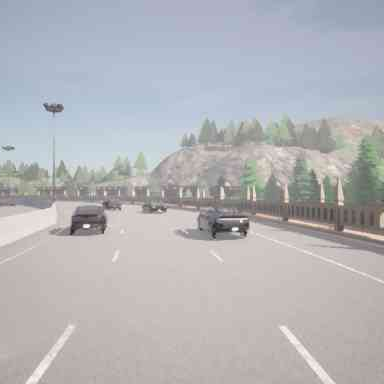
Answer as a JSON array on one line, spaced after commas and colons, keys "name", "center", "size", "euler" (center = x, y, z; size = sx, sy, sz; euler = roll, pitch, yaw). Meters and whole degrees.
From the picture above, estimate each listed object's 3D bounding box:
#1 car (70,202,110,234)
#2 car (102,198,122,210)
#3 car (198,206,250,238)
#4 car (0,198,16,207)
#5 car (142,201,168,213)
[{"name": "car", "center": [-5.959, 1.521, 19.494], "size": [1.837, 1.490, 4.892], "euler": [0, -1, -12]}, {"name": "car", "center": [-10.329, 1.559, 42.483], "size": [2.128, 1.511, 4.902], "euler": [0, 0, -25]}, {"name": "car", "center": [1.553, 1.495, 17.776], "size": [2.128, 1.511, 4.902], "euler": [0, 0, -10]}, {"name": "car", "center": [-30.058, 1.751, 54.183], "size": [1.994, 1.385, 4.181], "euler": [0, 0, -37]}, {"name": "car", "center": [-4.323, 1.640, 37.622], "size": [1.895, 1.301, 4.718], "euler": [0, 0, -22]}]
